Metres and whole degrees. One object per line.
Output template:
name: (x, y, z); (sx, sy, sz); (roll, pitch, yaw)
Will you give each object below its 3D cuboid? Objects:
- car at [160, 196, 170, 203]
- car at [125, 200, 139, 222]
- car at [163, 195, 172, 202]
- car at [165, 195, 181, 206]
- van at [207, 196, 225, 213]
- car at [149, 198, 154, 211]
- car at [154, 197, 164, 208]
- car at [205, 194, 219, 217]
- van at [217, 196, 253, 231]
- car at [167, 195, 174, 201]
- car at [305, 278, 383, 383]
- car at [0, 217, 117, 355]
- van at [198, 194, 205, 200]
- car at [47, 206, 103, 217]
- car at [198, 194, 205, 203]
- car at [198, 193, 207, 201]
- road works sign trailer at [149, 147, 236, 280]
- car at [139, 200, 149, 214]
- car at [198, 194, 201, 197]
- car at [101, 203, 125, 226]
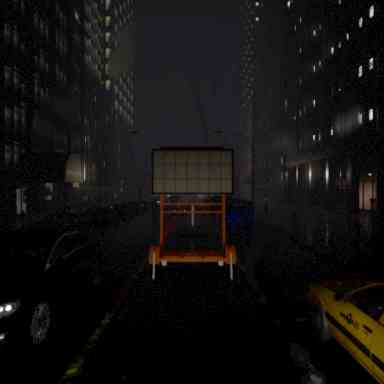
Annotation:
car: (-5.686, 1.589, 71.681); (1.802, 1.307, 4.206); (-1, 0, 0)
car: (-5.694, 1.548, 26.212); (1.887, 1.381, 4.507); (-1, 0, 0)
car: (-5.686, 1.447, 77.365); (1.967, 1.590, 4.097); (-1, 0, 0)
car: (-3.012, 1.357, 56.589); (2.097, 1.767, 4.553); (0, 0, 0)
van: (2.687, 1.345, 37.578); (1.690, 1.788, 3.998); (-1, 0, 0)
car: (-5.692, 1.586, 37.580); (1.802, 1.307, 4.206); (-1, 0, 0)
car: (-5.690, 1.556, 48.947); (2.008, 1.369, 4.403); (-1, 0, 0)
car: (2.685, 1.319, 31.894); (2.192, 1.841, 5.009); (-1, 0, 0)
van: (2.684, 1.343, 20.527); (1.690, 1.788, 3.998); (-1, 0, 0)
car: (-5.684, 1.533, 88.563); (1.752, 1.417, 4.829); (-1, 0, 0)
car: (2.683, 1.526, 3.646); (1.752, 1.417, 4.829); (-1, 0, 0)
car: (-3.102, 1.492, 6.320); (2.128, 1.511, 4.902); (0, 0, 0)
van: (2.696, 1.348, 94.415); (1.690, 1.788, 3.998); (-1, 0, 0)
car: (-5.696, 1.552, 14.845); (2.008, 1.369, 4.403); (-1, 0, 0)
car: (2.693, 1.557, 60.312); (2.008, 1.369, 4.403); (-1, 0, 0)
car: (2.695, 1.322, 88.732); (2.192, 1.841, 5.009); (-1, 0, 0)
road works sign trailer: (0.021, 0.465, 9.900); (2.380, 3.560, 2.880); (0, 0, 0)
car: (-5.693, 1.554, 31.896); (2.008, 1.369, 4.403); (-1, 0, 0)
car: (2.694, 1.322, 83.047); (2.192, 1.841, 5.009); (-1, 0, 0)
car: (-5.694, 1.568, 20.528); (1.947, 1.339, 4.313); (-1, 0, 0)
